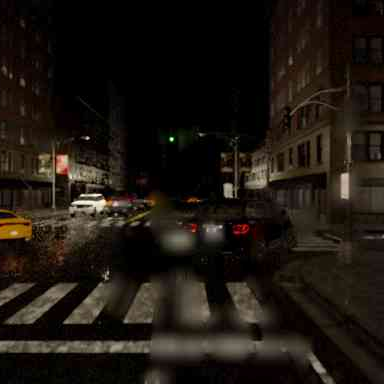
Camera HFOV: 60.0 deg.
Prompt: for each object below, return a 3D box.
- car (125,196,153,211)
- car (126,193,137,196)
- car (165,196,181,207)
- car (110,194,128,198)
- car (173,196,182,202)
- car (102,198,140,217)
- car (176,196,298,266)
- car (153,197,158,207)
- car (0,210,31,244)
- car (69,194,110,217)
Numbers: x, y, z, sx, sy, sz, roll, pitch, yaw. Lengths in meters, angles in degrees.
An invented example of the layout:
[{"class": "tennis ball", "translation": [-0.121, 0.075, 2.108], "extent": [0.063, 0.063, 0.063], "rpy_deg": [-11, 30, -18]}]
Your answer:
[{"class": "car", "translation": [-6.564, 1.566, 41.555], "extent": [2.033, 1.411, 5.357], "rpy_deg": [0, 0, 0]}, {"class": "car", "translation": [-9.757, 1.243, 51.862], "extent": [2.150, 2.045, 5.566], "rpy_deg": [0, 0, 0]}, {"class": "car", "translation": [-3.158, 1.499, 51.700], "extent": [1.882, 1.535, 5.008], "rpy_deg": [0, 0, 0]}, {"class": "car", "translation": [-9.814, 1.371, 41.460], "extent": [2.097, 1.767, 4.553], "rpy_deg": [0, 0, 0]}, {"class": "car", "translation": [-3.261, 1.552, 76.170], "extent": [1.812, 1.442, 4.674], "rpy_deg": [0, 0, 0]}, {"class": "car", "translation": [-6.599, 1.563, 31.480], "extent": [2.033, 1.411, 5.357], "rpy_deg": [0, 0, 0]}, {"class": "car", "translation": [1.982, 1.231, 11.931], "extent": [2.150, 2.045, 5.566], "rpy_deg": [-2, -1, 31]}, {"class": "car", "translation": [-6.507, 1.499, 51.930], "extent": [1.882, 1.535, 5.008], "rpy_deg": [0, 0, 0]}, {"class": "car", "translation": [-9.130, 1.488, 14.619], "extent": [5.008, 1.535, 1.882], "rpy_deg": [0, -2, 34]}, {"class": "car", "translation": [-9.855, 1.237, 31.900], "extent": [2.150, 2.045, 5.566], "rpy_deg": [0, 0, -1]}]
